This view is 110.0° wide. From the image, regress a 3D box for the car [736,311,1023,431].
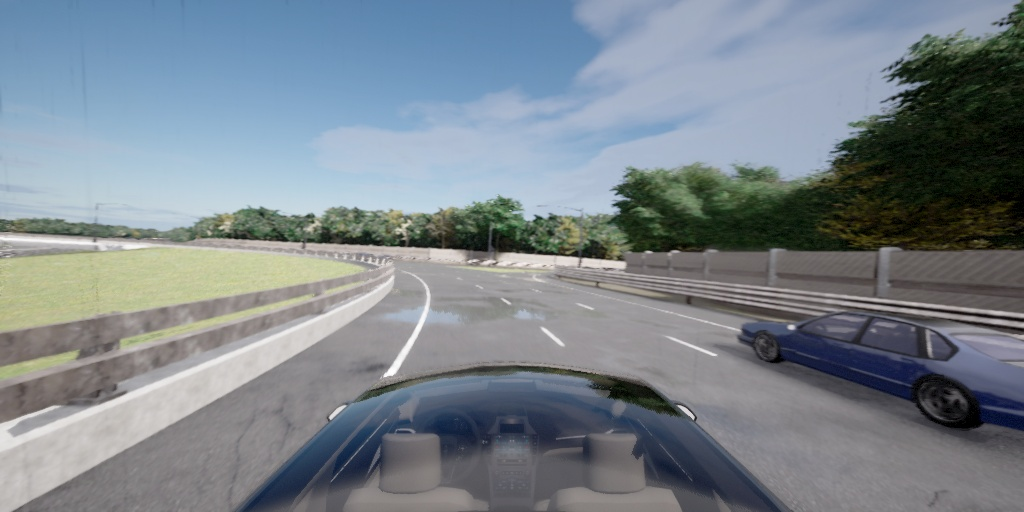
[{"bbox_3d":[6.715,1.719,6.405,2.033,1.411,5.357,3,0,-7],"label":"car"}]
